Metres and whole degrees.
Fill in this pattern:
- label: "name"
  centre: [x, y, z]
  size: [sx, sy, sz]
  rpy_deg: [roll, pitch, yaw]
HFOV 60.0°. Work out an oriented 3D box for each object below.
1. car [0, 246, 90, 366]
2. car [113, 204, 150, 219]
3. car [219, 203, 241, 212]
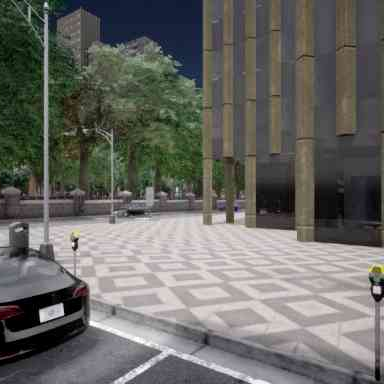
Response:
- label: "car"
  centre: [-3.471, 1.566, 5.423]
  size: [4.313, 1.339, 1.947]
  rpy_deg: [0, 0, 35]
- label: "car"
  centre: [-6.613, 2.051, 36.216]
  size: [2.128, 1.511, 4.902]
  rpy_deg: [0, -1, 35]
- label: "car"
  centre: [6.165, 2.506, 54.287]
  size: [1.882, 1.535, 5.008]
  rpy_deg: [0, -2, 35]
